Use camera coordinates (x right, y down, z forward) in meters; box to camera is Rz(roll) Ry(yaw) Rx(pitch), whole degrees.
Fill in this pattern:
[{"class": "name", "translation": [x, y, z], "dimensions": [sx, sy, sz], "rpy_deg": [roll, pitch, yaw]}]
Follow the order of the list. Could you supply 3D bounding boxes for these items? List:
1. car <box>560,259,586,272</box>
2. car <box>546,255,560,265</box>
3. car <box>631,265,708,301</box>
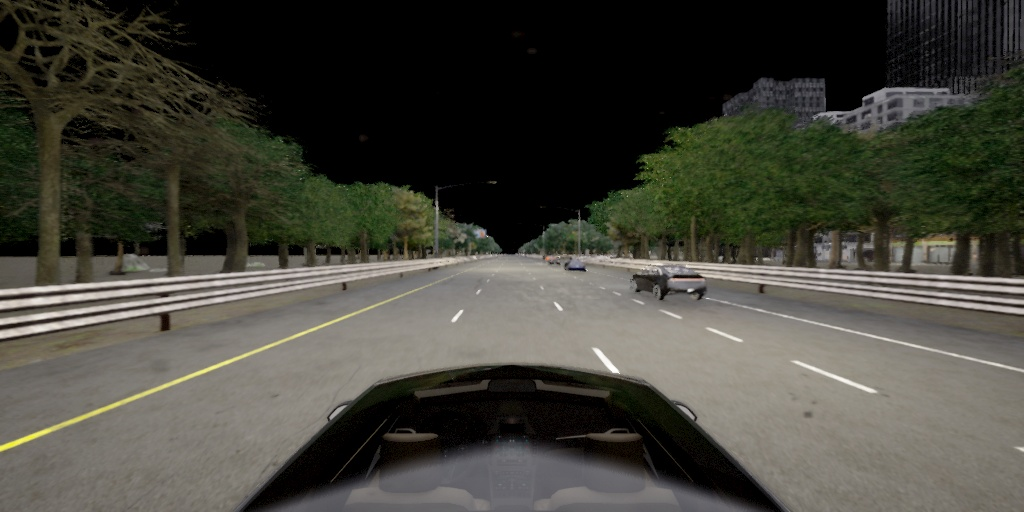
[{"class": "car", "translation": [7.004, 1.028, 40.523], "dimensions": [1.994, 1.385, 4.181], "rpy_deg": [0, 0, 0]}, {"class": "car", "translation": [7.006, 0.914, 60.559], "dimensions": [1.895, 1.301, 4.718], "rpy_deg": [0, 0, 0]}, {"class": "car", "translation": [7.001, 1.134, 16.509], "dimensions": [2.128, 1.511, 4.902], "rpy_deg": [0, 0, 0]}]
